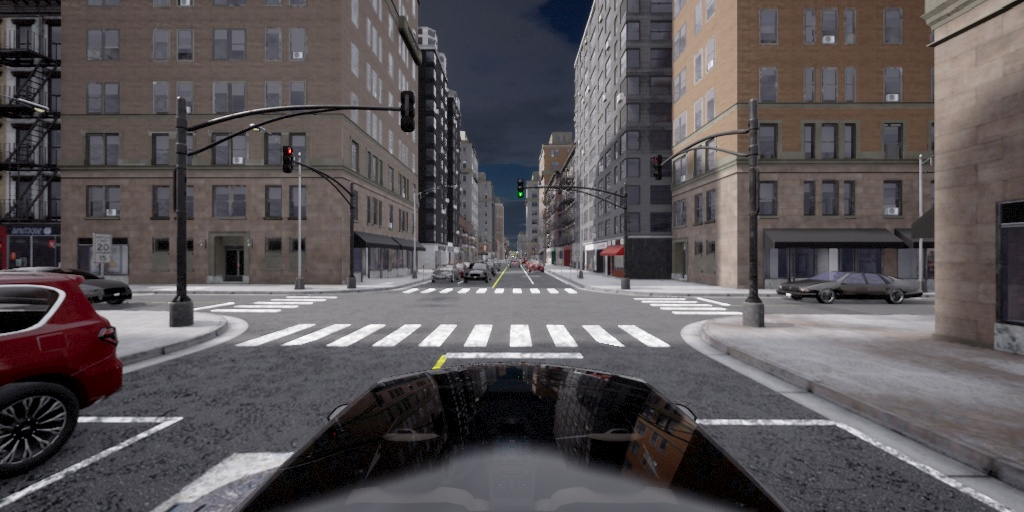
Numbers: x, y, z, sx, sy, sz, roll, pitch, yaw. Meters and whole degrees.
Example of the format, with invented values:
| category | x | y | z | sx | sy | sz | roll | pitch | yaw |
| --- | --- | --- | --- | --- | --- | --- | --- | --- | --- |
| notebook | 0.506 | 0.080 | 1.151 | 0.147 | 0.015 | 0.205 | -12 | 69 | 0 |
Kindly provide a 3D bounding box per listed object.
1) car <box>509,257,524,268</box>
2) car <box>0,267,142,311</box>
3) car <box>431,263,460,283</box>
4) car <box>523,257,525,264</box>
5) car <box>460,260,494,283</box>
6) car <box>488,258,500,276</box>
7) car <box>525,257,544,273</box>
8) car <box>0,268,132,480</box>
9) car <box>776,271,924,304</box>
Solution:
| category | x | y | z | sx | sy | sz | roll | pitch | yaw |
| --- | --- | --- | --- | --- | --- | --- | --- | --- | --- |
| car | 0.528 | 1.293 | 62.496 | 2.128 | 1.511 | 4.902 | 0 | 0 | 1 |
| car | -17.433 | 1.198 | 13.625 | 4.892 | 1.490 | 1.837 | 0 | 0 | 0 |
| car | -5.201 | 1.328 | 28.405 | 2.007 | 1.370 | 4.403 | 0 | 0 | 0 |
| car | 3.388 | 1.152 | 58.356 | 2.097 | 1.767 | 4.553 | 0 | 0 | 0 |
| car | -2.663 | 1.282 | 28.434 | 1.837 | 1.490 | 4.892 | 0 | 0 | 0 |
| car | -2.599 | 1.291 | 37.779 | 1.837 | 1.490 | 4.892 | 0 | 0 | 0 |
| car | 2.940 | 1.231 | 44.702 | 1.967 | 1.591 | 4.097 | 0 | 0 | 0 |
| car | -5.389 | 1.065 | 1.942 | 2.192 | 1.841 | 5.009 | 0 | 0 | 0 |
| car | 15.311 | 1.388 | 16.389 | 5.357 | 1.411 | 2.033 | 0 | 0 | 0 |
